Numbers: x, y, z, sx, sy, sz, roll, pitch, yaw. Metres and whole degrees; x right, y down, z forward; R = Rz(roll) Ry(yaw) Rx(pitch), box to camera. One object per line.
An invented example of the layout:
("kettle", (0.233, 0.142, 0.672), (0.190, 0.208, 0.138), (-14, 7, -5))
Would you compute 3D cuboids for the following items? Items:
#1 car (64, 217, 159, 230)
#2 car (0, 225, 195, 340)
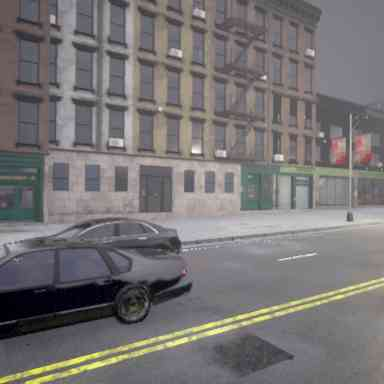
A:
("car", (-2.617, 1.504, 9.482), (4.892, 1.490, 1.837), (0, 0, -32))
("car", (-2.576, 1.547, 5.659), (5.357, 1.411, 2.033), (0, 0, -32))
